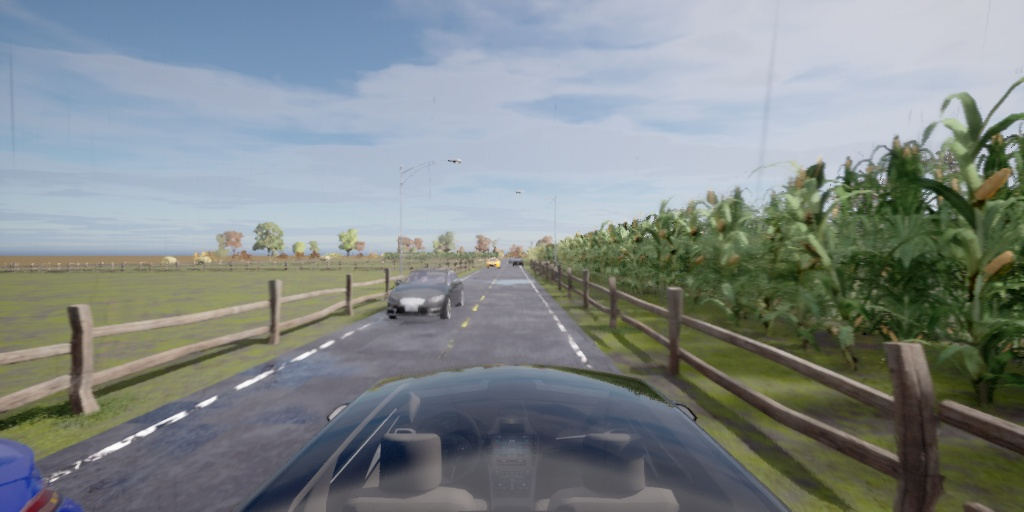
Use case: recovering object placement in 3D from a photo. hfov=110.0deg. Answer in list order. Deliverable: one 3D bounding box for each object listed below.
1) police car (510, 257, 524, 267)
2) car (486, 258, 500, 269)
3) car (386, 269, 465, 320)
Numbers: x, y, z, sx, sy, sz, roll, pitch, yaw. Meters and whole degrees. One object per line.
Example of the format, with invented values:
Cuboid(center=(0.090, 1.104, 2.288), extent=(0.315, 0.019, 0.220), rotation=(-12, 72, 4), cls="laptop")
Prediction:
Cuboid(center=(1.013, 1.032, 63.005), extent=(1.930, 1.638, 5.238), rotation=(0, 0, 0), cls="police car")
Cuboid(center=(-2.774, 1.102, 53.768), extent=(1.882, 1.535, 5.008), rotation=(0, 0, 0), cls="car")
Cuboid(center=(-2.828, 1.213, 12.592), extent=(2.128, 1.511, 4.902), rotation=(0, 0, 0), cls="car")
